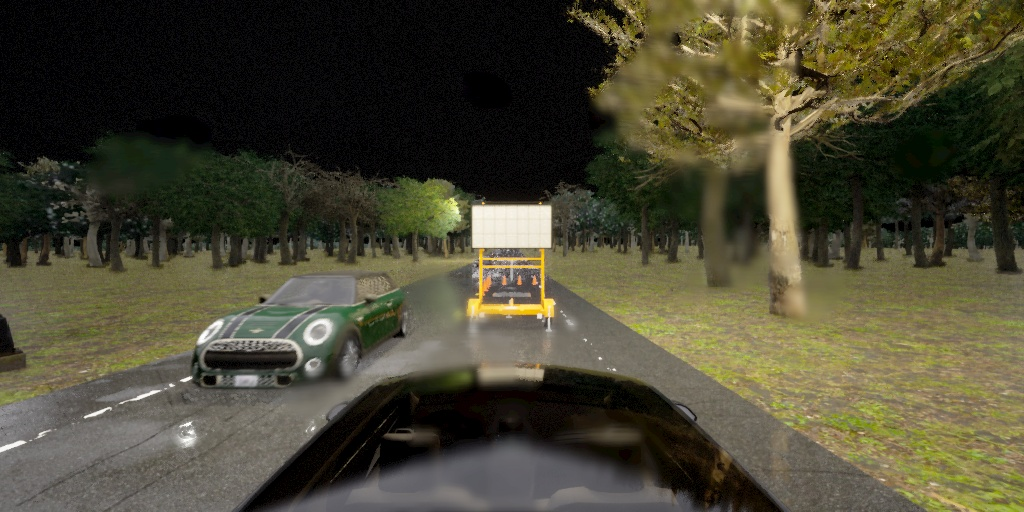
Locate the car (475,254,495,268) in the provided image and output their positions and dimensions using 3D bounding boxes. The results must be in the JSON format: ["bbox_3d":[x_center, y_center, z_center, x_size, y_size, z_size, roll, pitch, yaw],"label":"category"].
[{"bbox_3d":[-3.626,0.788,46.624,1.812,1.442,4.674,0,1,0],"label":"car"}]

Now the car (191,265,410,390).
[{"bbox_3d":[-3.603,1.096,7.104,2.097,1.767,4.553,0,0,0],"label":"car"}]

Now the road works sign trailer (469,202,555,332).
[{"bbox_3d":[-0.006,0.194,10.732,2.380,3.560,2.880,0,0,0],"label":"road works sign trailer"}]
